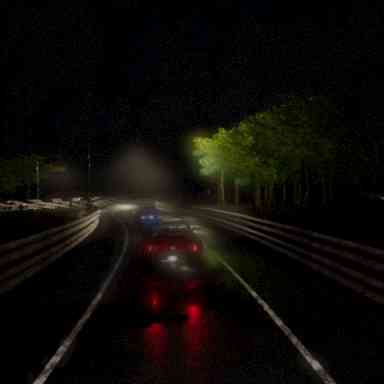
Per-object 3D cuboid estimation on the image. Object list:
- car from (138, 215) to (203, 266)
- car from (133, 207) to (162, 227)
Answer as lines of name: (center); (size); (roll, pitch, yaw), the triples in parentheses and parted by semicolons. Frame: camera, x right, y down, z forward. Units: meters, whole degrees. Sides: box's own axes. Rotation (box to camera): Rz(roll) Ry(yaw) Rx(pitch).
car: (-0.863, 1.749, 12.246); (1.895, 1.301, 4.718); (0, -1, -7)
car: (-3.475, 1.864, 25.908); (2.033, 1.411, 5.357); (0, -1, -14)
